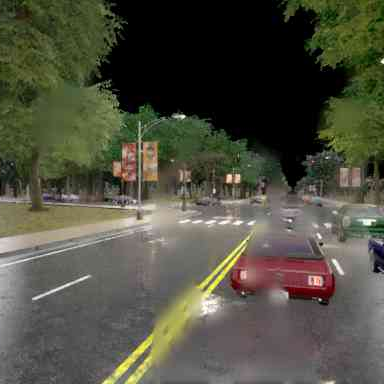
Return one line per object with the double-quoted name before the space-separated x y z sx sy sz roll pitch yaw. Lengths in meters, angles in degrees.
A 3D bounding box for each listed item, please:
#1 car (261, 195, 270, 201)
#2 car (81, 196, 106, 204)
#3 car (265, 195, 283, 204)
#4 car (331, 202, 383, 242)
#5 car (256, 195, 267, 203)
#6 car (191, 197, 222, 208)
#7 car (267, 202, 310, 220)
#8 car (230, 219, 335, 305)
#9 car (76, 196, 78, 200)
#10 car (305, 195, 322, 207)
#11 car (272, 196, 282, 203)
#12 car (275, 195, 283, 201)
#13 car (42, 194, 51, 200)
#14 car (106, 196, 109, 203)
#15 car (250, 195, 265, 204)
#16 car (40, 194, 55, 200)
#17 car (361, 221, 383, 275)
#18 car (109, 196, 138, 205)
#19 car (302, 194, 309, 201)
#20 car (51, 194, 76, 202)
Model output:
"car" 18.351 1.535 82.881 1.812 1.442 4.674 0 0 17
"car" -18.369 1.423 60.932 4.718 1.301 1.895 0 0 41
"car" 15.442 1.554 62.587 2.033 1.411 5.357 0 0 18
"car" 8.069 1.352 16.199 2.097 1.767 4.553 0 0 17
"car" 15.321 1.486 73.072 1.882 1.535 5.008 0 0 17
"car" 2.016 1.430 48.187 4.902 1.511 2.128 0 0 40
"car" 4.935 1.505 17.070 1.837 1.490 4.892 0 0 17
"car" 2.255 1.601 8.207 1.895 1.301 4.718 0 0 17
"car" -28.559 1.264 78.094 4.674 1.442 1.812 0 0 40
"car" 19.342 1.569 52.626 1.994 1.385 4.181 0 0 17
"car" 18.513 1.604 72.390 1.895 1.301 4.718 0 0 17
"car" 21.572 1.489 82.299 1.882 1.535 5.008 0 0 17
"car" -34.801 1.199 79.106 5.008 1.535 1.882 0 0 40
"car" -15.857 1.424 63.261 4.718 1.301 1.895 0 0 40
"car" 12.368 1.554 63.631 2.033 1.411 5.357 0 0 18
"car" -37.048 1.225 85.253 4.674 1.442 1.812 0 0 40
"car" 5.463 1.601 7.596 1.895 1.301 4.718 0 0 17
"car" -10.938 1.361 54.653 4.902 1.511 2.128 0 0 41
"car" 27.984 1.366 81.033 2.097 1.767 4.553 0 0 17
"car" -26.114 1.300 67.529 4.674 1.442 1.812 0 0 40
